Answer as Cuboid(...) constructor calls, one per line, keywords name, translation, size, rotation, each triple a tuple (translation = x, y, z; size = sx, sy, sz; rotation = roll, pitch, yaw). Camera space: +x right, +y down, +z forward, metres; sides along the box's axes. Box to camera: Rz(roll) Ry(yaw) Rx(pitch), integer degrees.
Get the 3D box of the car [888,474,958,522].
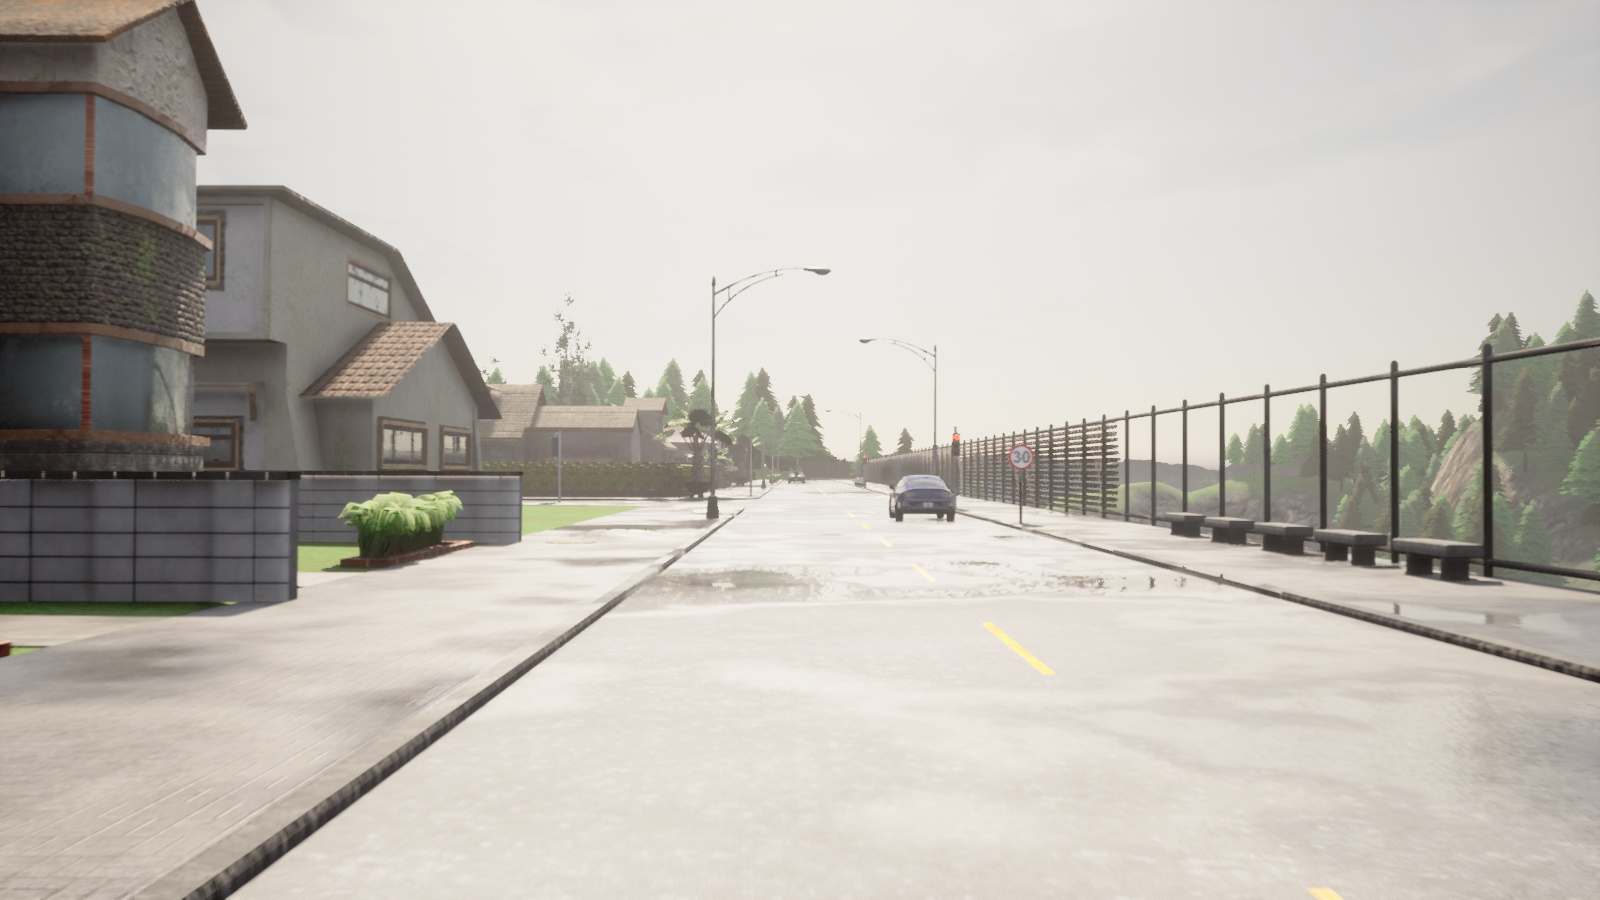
Cuboid(name="car", translation=(3.899, 1.503, 40.481), size=(1.812, 1.442, 4.674), rotation=(0, -1, 0))
